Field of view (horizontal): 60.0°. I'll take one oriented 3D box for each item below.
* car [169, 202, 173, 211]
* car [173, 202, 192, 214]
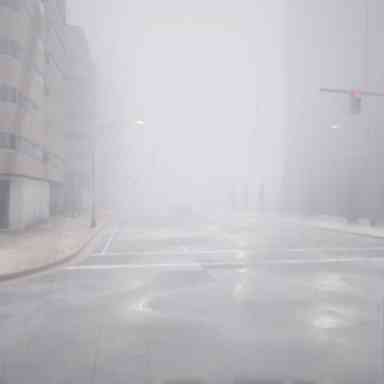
[{"bbox_3d":[-3.059,2.576,59.545,1.882,1.535,5.008,0,-1,-10],"label":"car"},{"bbox_3d":[-1.163,2.414,49.354,2.128,1.511,4.902,0,-1,-10],"label":"car"}]
